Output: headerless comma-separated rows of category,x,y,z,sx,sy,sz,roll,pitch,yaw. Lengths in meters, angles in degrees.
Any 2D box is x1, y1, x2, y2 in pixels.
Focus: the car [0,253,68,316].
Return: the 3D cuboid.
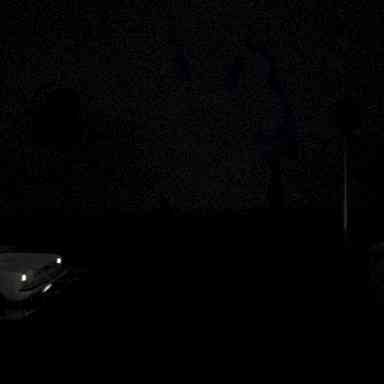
car,-5.113,1.637,6.708,4.718,1.301,1.895,-1,0,1
